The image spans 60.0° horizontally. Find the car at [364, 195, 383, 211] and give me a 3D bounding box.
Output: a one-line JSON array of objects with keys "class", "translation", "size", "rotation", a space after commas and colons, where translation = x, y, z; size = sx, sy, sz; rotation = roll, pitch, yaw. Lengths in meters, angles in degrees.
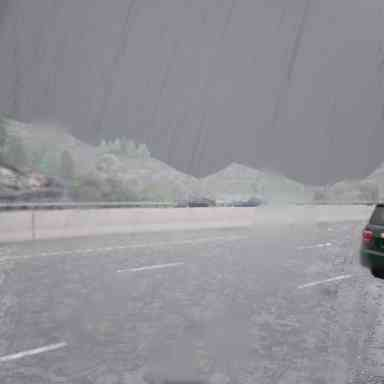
[{"class": "car", "translation": [23.637, 1.317, 40.748], "size": [4.553, 1.767, 2.097], "rotation": [0, 1, -24]}]

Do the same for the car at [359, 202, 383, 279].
[{"class": "car", "translation": [6.704, 1.231, 8.562], "size": [5.566, 2.045, 2.150], "rotation": [0, 0, -31]}]
